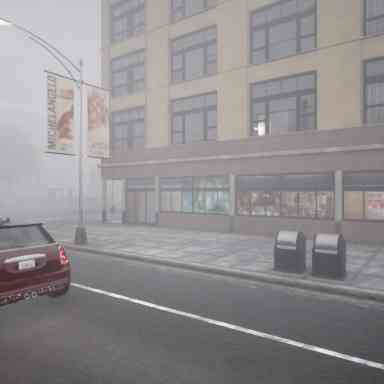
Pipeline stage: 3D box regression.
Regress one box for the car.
[{"bbox_3d":[-4.756,1.352,7.367,4.553,1.767,2.097,0,0,36],"label":"car"}]
